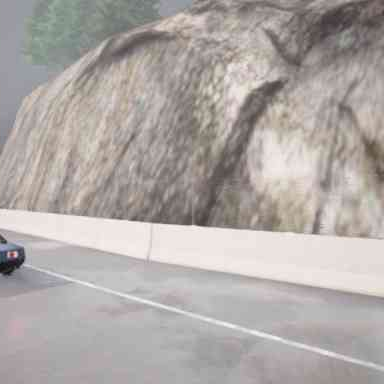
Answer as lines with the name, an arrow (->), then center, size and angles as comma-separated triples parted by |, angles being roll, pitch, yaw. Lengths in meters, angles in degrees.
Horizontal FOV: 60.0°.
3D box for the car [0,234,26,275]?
car -> -6.646, 1.639, 9.483 | 4.718, 1.301, 1.895 | 0, 0, 41
